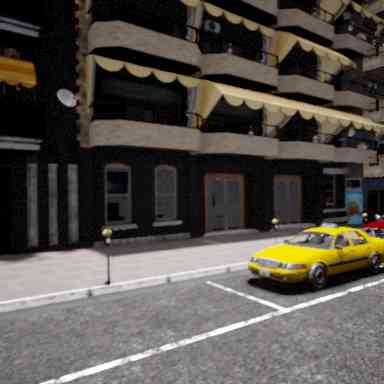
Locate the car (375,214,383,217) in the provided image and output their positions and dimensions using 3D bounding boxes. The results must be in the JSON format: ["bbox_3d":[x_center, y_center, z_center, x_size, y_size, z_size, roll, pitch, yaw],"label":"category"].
[{"bbox_3d":[8.407,1.398,12.566,5.009,1.841,2.192,0,-1,-35],"label":"car"}]

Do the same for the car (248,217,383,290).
[{"bbox_3d":[3.656,1.574,9.178,4.829,1.417,1.752,0,-1,-35],"label":"car"}]
